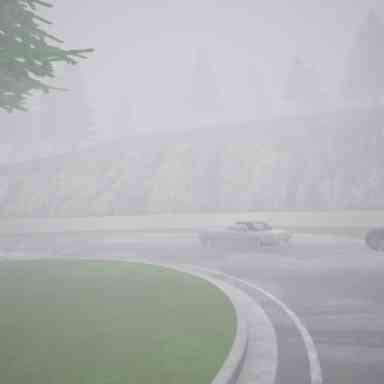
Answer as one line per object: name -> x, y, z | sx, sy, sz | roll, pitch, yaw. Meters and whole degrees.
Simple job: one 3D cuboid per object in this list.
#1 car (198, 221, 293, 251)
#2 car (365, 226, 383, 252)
car -> 2.548, 2.153, 17.041 | 4.718, 1.301, 1.895 | -3, -3, 42
car -> 9.256, 1.736, 13.192 | 2.128, 1.511, 4.902 | 0, -2, -21
